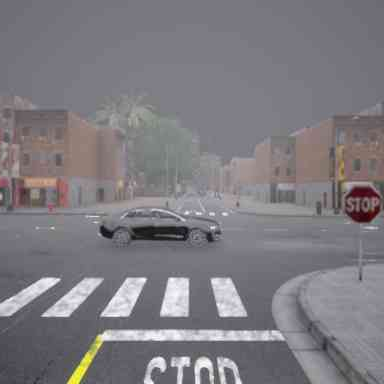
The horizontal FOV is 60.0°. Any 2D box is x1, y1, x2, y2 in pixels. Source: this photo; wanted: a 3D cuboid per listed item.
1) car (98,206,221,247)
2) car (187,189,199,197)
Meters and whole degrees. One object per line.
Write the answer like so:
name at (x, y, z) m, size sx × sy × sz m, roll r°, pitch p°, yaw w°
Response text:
car at (-1.281, 1.347, 13.514) m, size 4.902 × 1.511 × 2.128 m, roll 1°, pitch 1°, yaw 0°
car at (-0.029, 0.409, 71.864) m, size 1.837 × 1.490 × 4.892 m, roll 0°, pitch 1°, yaw 0°
